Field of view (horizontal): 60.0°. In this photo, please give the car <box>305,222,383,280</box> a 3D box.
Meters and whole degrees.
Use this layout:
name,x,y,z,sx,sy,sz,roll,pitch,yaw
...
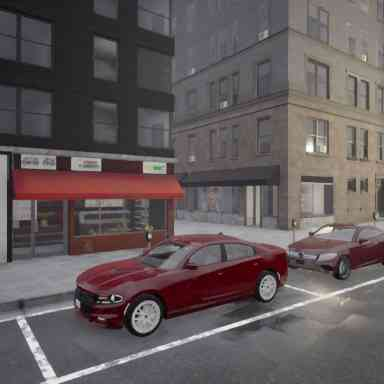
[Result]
name,x,y,z,sx,sy,sz,roll,pitch,yaw
car,4.521,1.577,9.862,4.206,1.307,1.802,0,0,-35

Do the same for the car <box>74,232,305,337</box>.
name,x,y,z,sx,sy,sz,roll,pitch,yaw
car,0.000,1.545,6.643,4.507,1.381,1.887,0,0,-35
